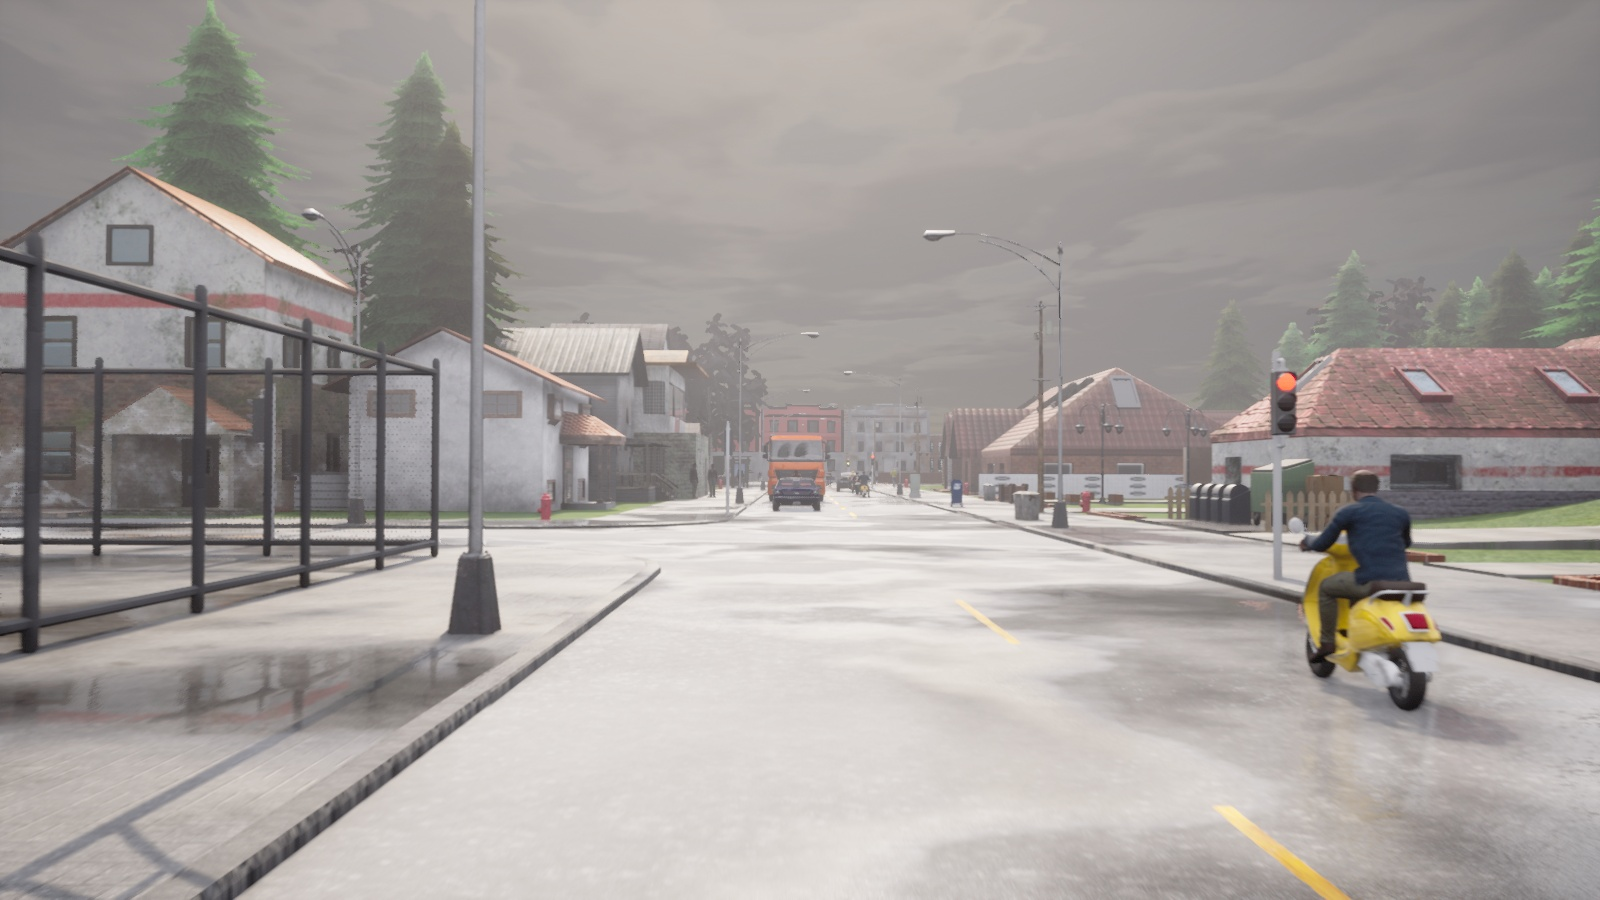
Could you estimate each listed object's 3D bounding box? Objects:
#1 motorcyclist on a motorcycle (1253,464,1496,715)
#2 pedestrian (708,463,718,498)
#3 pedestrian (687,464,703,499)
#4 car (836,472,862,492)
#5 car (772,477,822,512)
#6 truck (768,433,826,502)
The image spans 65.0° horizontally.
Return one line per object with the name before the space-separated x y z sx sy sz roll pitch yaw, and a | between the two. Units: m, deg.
motorcyclist on a motorcycle | 3.988 0.901 8.914 0.866 1.590 1.817 0 -1 0
pedestrian | -4.819 1.708 69.543 0.402 1.930 0.666 0 -1 9
pedestrian | -5.484 1.644 65.568 0.703 1.840 0.431 0 -1 -37
car | 3.737 2.417 96.344 1.837 1.490 4.892 0 -1 0
car | -0.138 1.763 50.624 1.895 1.301 4.718 0 -1 -1
truck | -0.178 0.951 66.754 2.891 3.462 7.936 0 -1 0
